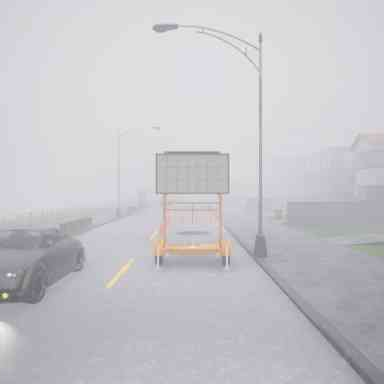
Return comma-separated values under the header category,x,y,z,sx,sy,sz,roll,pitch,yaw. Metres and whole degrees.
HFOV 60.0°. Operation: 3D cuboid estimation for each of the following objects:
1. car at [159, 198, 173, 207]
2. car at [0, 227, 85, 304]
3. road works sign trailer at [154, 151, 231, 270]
category,x,y,z,sx,sy,sz,roll,pitch,yaw
car,-3.922,1.541,50.416,2.033,1.411,5.357,0,0,0
car,-4.089,1.563,8.006,1.994,1.385,4.181,0,0,0
road works sign trailer,0.016,0.463,10.994,2.380,3.560,2.880,0,0,0
